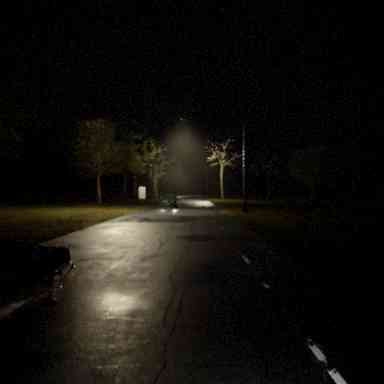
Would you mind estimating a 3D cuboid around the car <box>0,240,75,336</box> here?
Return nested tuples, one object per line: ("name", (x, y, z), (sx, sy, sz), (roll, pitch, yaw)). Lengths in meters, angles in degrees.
("car", (-3.583, 1.549, 5.322), (2.033, 1.411, 5.357), (0, 0, 0))

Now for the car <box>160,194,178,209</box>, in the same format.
("car", (-3.102, 1.240, 46.471), (2.150, 2.045, 5.566), (0, 0, 1))
